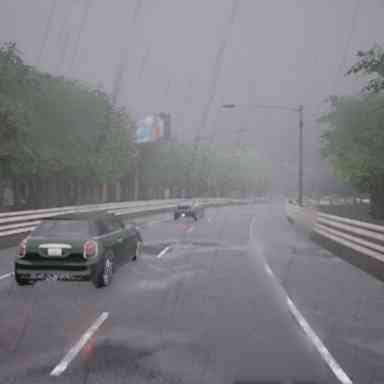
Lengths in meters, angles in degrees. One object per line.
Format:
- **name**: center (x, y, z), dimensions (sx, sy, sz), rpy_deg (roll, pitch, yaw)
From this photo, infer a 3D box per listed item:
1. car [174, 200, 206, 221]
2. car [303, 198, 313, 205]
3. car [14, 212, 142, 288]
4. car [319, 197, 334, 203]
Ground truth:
- **car**: center (-0.111, 1.459, 27.022), dimensions (1.837, 1.490, 4.892), rpy_deg (0, 0, 13)
- **car**: center (23.609, 1.874, 68.853), dimensions (1.882, 1.535, 5.008), rpy_deg (0, -1, 36)
- **car**: center (-2.851, 1.325, 9.406), dimensions (2.097, 1.767, 4.553), rpy_deg (0, 0, 4)
- **car**: center (33.615, 1.935, 83.127), dimensions (4.553, 1.767, 2.097), rpy_deg (2, -1, -44)
